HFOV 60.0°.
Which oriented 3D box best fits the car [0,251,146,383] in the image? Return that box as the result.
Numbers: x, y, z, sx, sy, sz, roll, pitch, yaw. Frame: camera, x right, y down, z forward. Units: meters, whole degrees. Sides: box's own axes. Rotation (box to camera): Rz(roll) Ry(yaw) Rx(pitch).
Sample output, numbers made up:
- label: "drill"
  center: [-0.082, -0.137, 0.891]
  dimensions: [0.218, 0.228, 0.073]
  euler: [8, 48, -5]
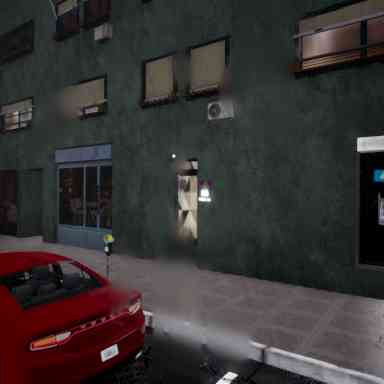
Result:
- label: "car"
  center: [-2.676, 1.544, 4.772]
  dimensions: [4.507, 1.381, 1.887]
  euler: [0, 0, 35]
